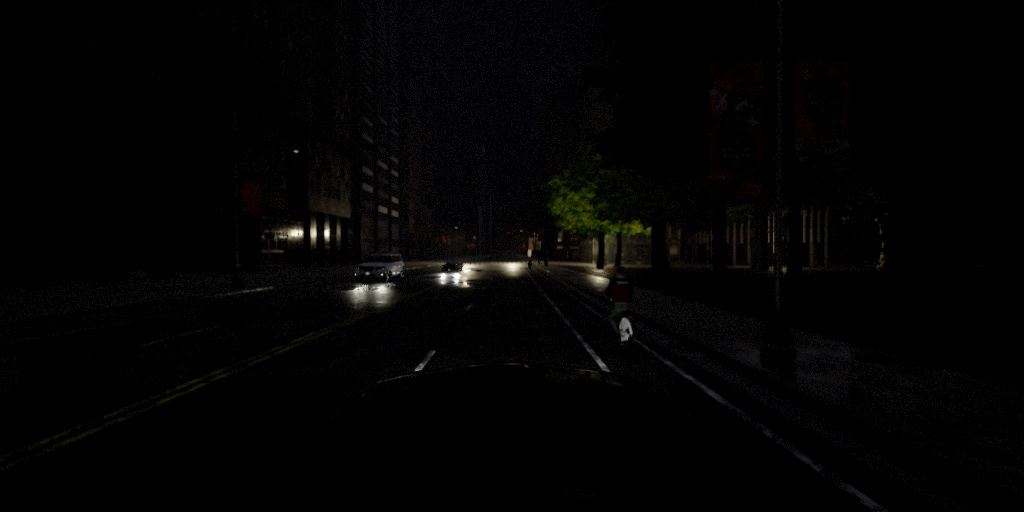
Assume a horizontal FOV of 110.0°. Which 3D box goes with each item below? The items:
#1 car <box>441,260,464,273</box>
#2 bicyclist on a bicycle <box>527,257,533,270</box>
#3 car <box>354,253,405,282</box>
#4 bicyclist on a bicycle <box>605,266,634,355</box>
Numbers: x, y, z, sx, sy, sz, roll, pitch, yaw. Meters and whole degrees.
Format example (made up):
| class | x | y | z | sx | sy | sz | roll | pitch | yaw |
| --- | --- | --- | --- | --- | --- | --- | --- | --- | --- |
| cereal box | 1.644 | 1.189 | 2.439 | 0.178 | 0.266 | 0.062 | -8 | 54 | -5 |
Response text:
| class | x | y | z | sx | sy | sz | roll | pitch | yaw |
| --- | --- | --- | --- | --- | --- | --- | --- | --- | --- |
| car | -6.591 | 1.142 | 39.786 | 1.895 | 1.301 | 4.718 | 0 | 0 | 0 |
| bicyclist on a bicycle | 2.254 | 0.954 | 45.163 | 0.866 | 1.612 | 1.509 | 0 | 1 | 0 |
| car | -9.848 | 0.825 | 27.195 | 2.150 | 2.045 | 5.566 | 0 | 0 | 0 |
| bicyclist on a bicycle | 2.251 | 1.086 | 7.682 | 0.659 | 1.776 | 1.843 | 0 | 0 | 0 |
